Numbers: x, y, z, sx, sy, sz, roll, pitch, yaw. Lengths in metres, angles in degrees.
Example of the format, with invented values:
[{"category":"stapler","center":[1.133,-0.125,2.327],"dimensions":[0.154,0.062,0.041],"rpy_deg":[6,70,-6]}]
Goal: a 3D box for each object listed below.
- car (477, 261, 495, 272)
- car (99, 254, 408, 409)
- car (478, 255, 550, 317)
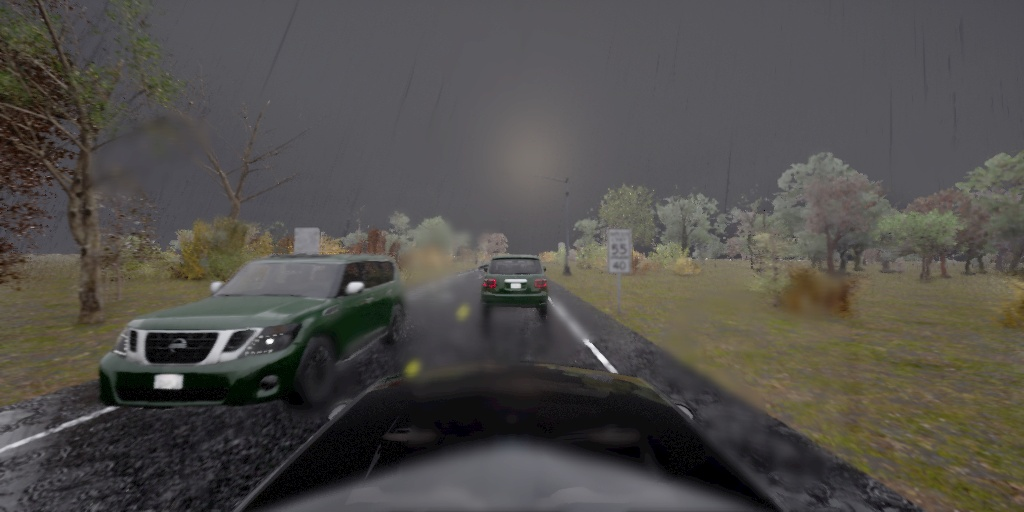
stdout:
[{"category":"car","center":[-3.356,1.373,47.099],"dimensions":[1.895,1.301,4.718],"rpy_deg":[0,0,1]},{"category":"car","center":[-3.594,0.975,6.522],"dimensions":[2.150,2.045,5.566],"rpy_deg":[0,0,0]},{"category":"car","center":[0.120,0.977,13.278],"dimensions":[2.150,2.045,5.566],"rpy_deg":[0,0,0]}]
